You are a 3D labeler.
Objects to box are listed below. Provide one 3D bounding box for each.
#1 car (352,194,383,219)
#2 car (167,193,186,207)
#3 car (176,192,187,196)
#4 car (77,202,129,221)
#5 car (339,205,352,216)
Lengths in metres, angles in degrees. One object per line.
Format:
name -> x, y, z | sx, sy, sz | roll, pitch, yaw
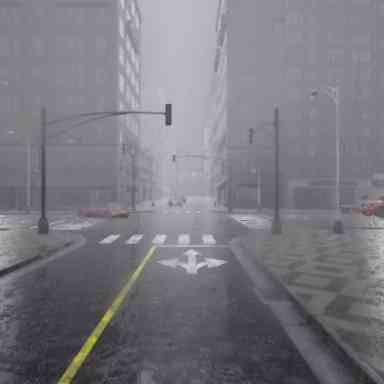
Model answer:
car -> 16.667, 1.088, 27.327 | 5.566, 2.045, 2.150 | 0, 0, 0
car -> -2.343, 1.343, 47.036 | 2.128, 1.511, 4.902 | 0, 0, 0
car -> -2.225, 1.049, 63.016 | 2.150, 2.045, 5.566 | 0, 0, 1
car -> -7.029, 1.475, 26.255 | 4.181, 1.385, 1.994 | 0, -1, 29
car -> 15.882, 1.485, 30.570 | 4.718, 1.301, 1.895 | 0, 0, 0
